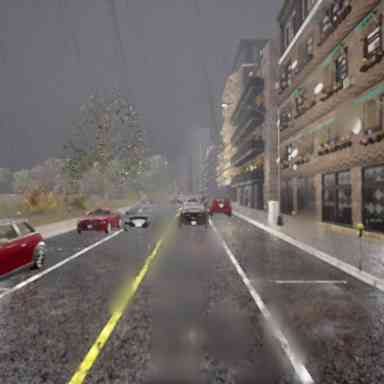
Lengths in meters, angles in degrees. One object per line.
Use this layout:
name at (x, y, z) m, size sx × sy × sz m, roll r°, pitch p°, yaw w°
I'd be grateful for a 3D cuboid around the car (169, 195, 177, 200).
car at (-5.297, 1.567, 92.818) m, size 1.752 × 1.417 × 4.829 m, roll 1°, pitch 0°, yaw 0°

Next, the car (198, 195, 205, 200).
car at (2.583, 1.609, 93.729) m, size 1.947 × 1.339 × 4.313 m, roll 1°, pitch 0°, yaw 0°

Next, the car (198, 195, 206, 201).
car at (2.582, 1.582, 88.069) m, size 1.887 × 1.381 × 4.507 m, roll 1°, pitch 0°, yaw 0°

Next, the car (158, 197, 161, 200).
car at (-5.303, 1.591, 42.102) m, size 1.802 × 1.307 × 4.206 m, roll 1°, pitch 0°, yaw 0°

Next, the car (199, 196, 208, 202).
car at (2.581, 1.594, 76.747) m, size 1.947 × 1.339 × 4.313 m, roll 1°, pitch 0°, yaw 0°

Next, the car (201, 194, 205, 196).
car at (2.583, 1.336, 65.424) m, size 2.192 × 1.841 × 5.009 m, roll 1°, pitch 0°, yaw 0°

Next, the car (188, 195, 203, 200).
car at (0.103, 1.467, 41.949) m, size 1.801 × 1.575 × 5.366 m, roll 0°, pitch 0°, yaw 0°

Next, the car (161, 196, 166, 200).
car at (-5.302, 1.557, 47.756) m, size 1.887 × 1.381 × 4.507 m, roll 1°, pitch 0°, yaw 0°

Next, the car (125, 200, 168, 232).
car at (-2.847, 1.494, 20.149) m, size 2.128 × 1.511 × 4.902 m, roll 0°, pitch 0°, yaw 0°

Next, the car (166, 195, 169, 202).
car at (-5.301, 1.566, 53.410) m, size 2.008 × 1.369 × 4.403 m, roll 1°, pitch 0°, yaw 0°

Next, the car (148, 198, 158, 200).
car at (-5.303, 1.558, 36.448) m, size 2.008 × 1.369 × 4.403 m, roll 1°, pitch 0°, yaw 0°

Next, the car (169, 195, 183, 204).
car at (-2.784, 1.371, 61.454) m, size 2.097 × 1.767 × 4.553 m, roll 0°, pitch 0°, yaw 1°

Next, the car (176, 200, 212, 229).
car at (0.101, 1.509, 21.421) m, size 1.837 × 1.490 × 4.892 m, roll 0°, pitch 0°, yaw 0°

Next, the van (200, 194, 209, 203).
van at (2.583, 1.365, 71.086) m, size 1.690 × 1.788 × 3.998 m, roll 1°, pitch 0°, yaw 0°

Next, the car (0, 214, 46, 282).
car at (-5.305, 1.441, 8.179) m, size 1.967 × 1.590 × 4.097 m, roll 1°, pitch 0°, yaw 0°

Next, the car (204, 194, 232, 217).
car at (2.579, 1.321, 31.459) m, size 2.192 × 1.841 × 5.009 m, roll 1°, pitch 0°, yaw 0°

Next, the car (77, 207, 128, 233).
car at (-5.305, 1.548, 19.486) m, size 1.887 × 1.381 × 4.507 m, roll 1°, pitch 0°, yaw 0°

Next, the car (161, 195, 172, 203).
car at (-5.298, 1.464, 70.372) m, size 1.967 × 1.590 × 4.097 m, roll 1°, pitch 0°, yaw 0°

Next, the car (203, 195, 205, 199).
car at (2.578, 1.579, 48.442) m, size 1.947 × 1.339 × 4.313 m, roll 1°, pitch 0°, yaw 0°
